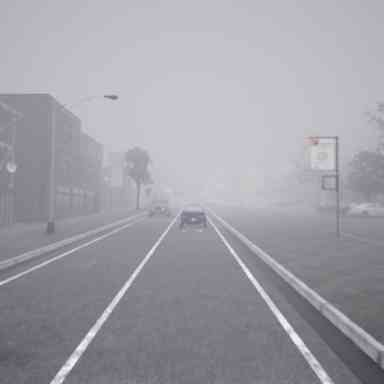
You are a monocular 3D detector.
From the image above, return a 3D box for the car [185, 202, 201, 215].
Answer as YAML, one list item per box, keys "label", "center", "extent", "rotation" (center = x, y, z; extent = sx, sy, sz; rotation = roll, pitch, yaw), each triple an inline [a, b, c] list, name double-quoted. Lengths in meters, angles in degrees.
- label: "car"
  center: [0.111, 1.984, 41.147]
  extent: [1.837, 1.490, 4.892]
  rotation: [0, -1, 0]

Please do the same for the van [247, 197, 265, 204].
- label: "van"
  center: [18.457, 2.444, 92.225]
  extent: [4.442, 1.987, 1.878]
  rotation: [0, -2, 0]

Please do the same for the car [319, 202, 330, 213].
- label: "car"
  center: [18.711, 1.925, 40.650]
  extent: [4.892, 1.521, 2.231]
  rotation: [0, -1, 0]

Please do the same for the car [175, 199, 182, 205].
- label: "car"
  center: [-3.234, 2.392, 77.792]
  extent: [2.033, 1.411, 5.357]
  rotation: [0, -1, 0]

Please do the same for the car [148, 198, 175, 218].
- label: "car"
  center: [-3.336, 1.633, 35.386]
  extent: [2.150, 2.045, 5.566]
  rotation: [0, -1, 0]

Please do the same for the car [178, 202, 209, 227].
- label: "car"
  center: [0.107, 1.767, 25.261]
  extent: [1.882, 1.535, 5.008]
  rotation: [0, -1, 0]

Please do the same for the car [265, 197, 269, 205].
- label: "car"
  center: [18.705, 2.325, 71.429]
  extent: [4.674, 1.452, 2.002]
  rotation: [0, -1, 0]

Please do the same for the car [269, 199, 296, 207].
- label: "car"
  center: [18.775, 2.120, 68.261]
  extent: [4.553, 1.767, 2.185]
  rotation: [0, -1, 0]

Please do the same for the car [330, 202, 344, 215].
- label: "car"
  center: [18.719, 1.886, 37.376]
  extent: [5.008, 1.535, 2.097]
  rotation: [0, -1, 0]

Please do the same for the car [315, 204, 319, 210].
- label: "car"
  center: [18.716, 2.002, 43.925]
  extent: [4.674, 1.452, 2.002]
  rotation: [0, -1, 0]

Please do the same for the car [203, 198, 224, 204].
- label: "car"
  center: [6.116, 2.681, 92.771]
  extent: [5.366, 1.575, 1.946]
  rotation: [0, -2, 0]

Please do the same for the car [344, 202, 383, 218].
- label: "car"
  center: [18.707, 1.889, 34.228]
  extent: [4.674, 1.452, 2.002]
  rotation: [0, -1, 0]
